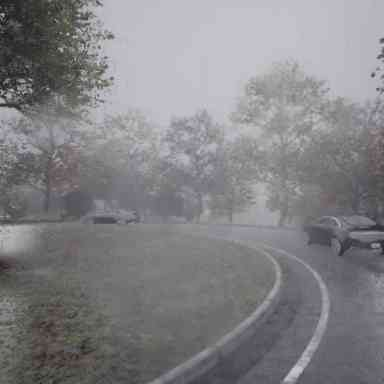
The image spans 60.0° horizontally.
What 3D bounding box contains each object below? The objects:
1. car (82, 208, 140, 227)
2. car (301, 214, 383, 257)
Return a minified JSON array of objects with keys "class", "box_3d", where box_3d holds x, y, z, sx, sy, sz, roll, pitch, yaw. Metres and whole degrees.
[{"class":"car","box_3d":[-6.753,2.111,27.874,4.902,1.511,2.128,-1,-1,14]},{"class":"car","box_3d":[6.179,1.676,13.883,2.128,1.511,4.902,0,-1,-4]}]
